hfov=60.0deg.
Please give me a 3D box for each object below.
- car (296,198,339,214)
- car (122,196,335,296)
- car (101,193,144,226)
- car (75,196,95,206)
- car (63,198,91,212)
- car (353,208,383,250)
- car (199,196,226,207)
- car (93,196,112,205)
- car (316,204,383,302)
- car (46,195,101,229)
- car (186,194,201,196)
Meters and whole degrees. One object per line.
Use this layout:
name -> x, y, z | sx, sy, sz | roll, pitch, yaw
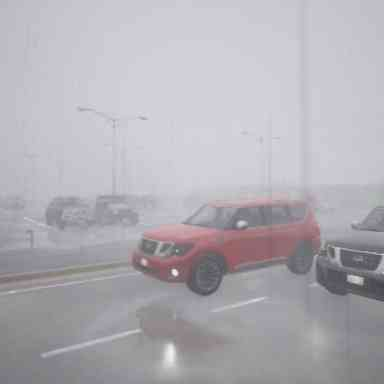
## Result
car -> 13.183, 1.449, 35.118 | 1.970, 1.475, 3.806 | 0, 0, -36
car -> 1.204, 1.231, 9.049 | 5.566, 2.045, 2.150 | 0, 0, -35
car -> -5.112, 1.162, 21.989 | 1.905, 1.878, 3.866 | 0, 0, -36
car -> -17.180, 1.401, 53.404 | 1.970, 1.475, 3.806 | 0, 0, -36
car -> -13.080, 1.397, 37.766 | 1.970, 1.475, 3.806 | 0, 0, -36
car -> 9.412, 1.508, 14.665 | 5.008, 1.535, 1.882 | 0, 0, -34
car -> 3.000, 1.408, 49.309 | 1.784, 1.438, 3.905 | 0, 0, -36
car -> -14.826, 1.376, 55.088 | 1.784, 1.438, 3.905 | 0, 0, -36
car -> 5.233, 1.238, 7.577 | 5.566, 2.045, 2.150 | 0, 0, -34
car -> -7.497, 1.153, 20.348 | 1.932, 1.855, 4.605 | 0, 0, -36
car -> 0.608, 1.191, 47.676 | 1.932, 1.855, 4.605 | 0, 0, -36
